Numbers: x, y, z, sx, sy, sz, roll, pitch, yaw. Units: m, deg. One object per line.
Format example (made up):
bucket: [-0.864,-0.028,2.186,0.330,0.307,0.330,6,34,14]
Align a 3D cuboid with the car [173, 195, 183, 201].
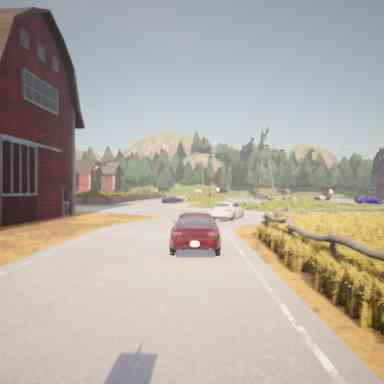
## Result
car: [-3.408,1.500,81.984,1.895,1.301,4.718,0,0,4]

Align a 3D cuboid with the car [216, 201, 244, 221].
car: [2.918,1.488,26.939,1.812,1.442,4.674,0,0,22]

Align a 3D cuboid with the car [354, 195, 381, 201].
car: [30.992,1.410,58.438,4.611,1.667,2.242,0,0,3]

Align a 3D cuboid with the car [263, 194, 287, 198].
car: [18.548,1.225,73.178,4.605,1.855,1.932,0,0,3]

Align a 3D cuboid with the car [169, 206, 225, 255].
car: [0.137,1.510,13.125,1.812,1.442,4.674,0,0,1]

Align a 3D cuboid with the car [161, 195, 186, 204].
car: [-3.428,1.477,62.527,2.033,1.411,5.357,0,0,37]

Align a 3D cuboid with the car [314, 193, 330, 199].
car: [32.355,1.216,82.606,3.866,1.878,1.905,0,0,3]
